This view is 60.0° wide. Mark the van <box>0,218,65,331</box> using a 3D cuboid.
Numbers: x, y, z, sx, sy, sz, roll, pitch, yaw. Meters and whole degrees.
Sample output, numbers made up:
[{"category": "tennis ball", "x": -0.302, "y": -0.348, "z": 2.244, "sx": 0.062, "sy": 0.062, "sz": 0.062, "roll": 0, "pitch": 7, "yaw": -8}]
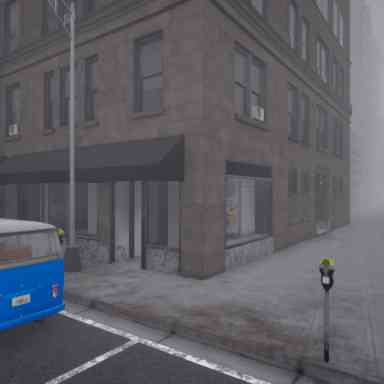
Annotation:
[{"category": "van", "x": -3.995, "y": 1.340, "z": 5.926, "sx": 3.998, "sy": 1.788, "sz": 1.690, "roll": 0, "pitch": 0, "yaw": 35}]
